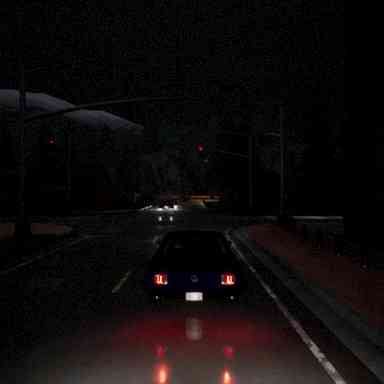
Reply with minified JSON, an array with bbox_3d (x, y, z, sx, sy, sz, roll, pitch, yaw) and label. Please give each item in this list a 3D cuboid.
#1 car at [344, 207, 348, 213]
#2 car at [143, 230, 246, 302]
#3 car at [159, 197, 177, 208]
[{"bbox_3d":[16.232,1.616,29.688,4.718,1.301,1.895,0,0,-1],"label":"car"},{"bbox_3d":[0.063,1.601,8.230,1.895,1.301,4.718,0,0,0],"label":"car"},{"bbox_3d":[-3.561,1.525,47.302,1.812,1.442,4.674,0,0,0],"label":"car"}]
